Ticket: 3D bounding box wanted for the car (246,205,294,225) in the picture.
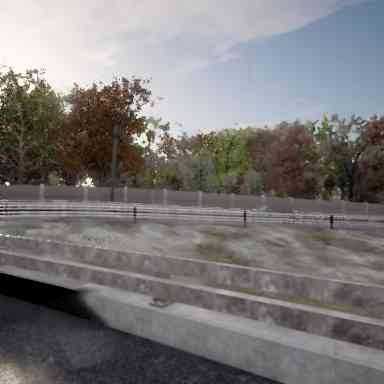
[{"bbox_3d":[8.627,2.461,36.875,5.566,2.045,2.150,4,-1,-20],"label":"car"}]
